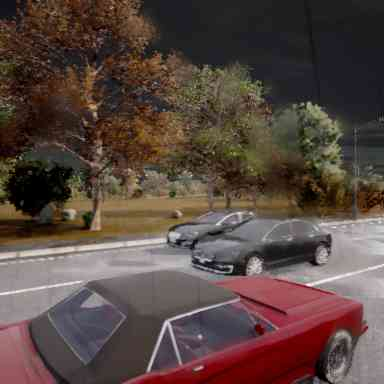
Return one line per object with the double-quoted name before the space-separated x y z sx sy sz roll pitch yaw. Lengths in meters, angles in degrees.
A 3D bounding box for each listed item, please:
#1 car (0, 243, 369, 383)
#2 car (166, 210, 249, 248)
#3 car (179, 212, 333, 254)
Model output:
"car" -0.046 1.601 3.716 4.718 1.301 1.895 0 0 -35
"car" 1.295 1.493 13.515 4.902 1.511 2.128 0 0 -36
"car" 2.233 1.506 9.886 4.892 1.490 1.837 0 0 -35
